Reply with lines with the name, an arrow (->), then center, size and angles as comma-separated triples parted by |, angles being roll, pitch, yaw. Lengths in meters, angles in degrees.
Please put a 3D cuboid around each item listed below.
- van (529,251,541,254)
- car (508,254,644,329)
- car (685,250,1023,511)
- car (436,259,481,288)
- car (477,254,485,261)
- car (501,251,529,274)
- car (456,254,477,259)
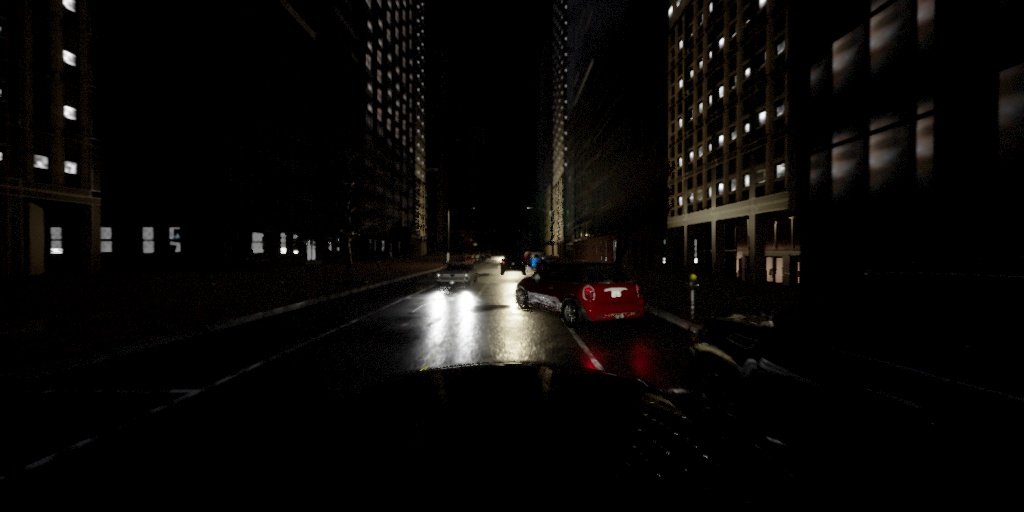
van -> 2.713, 0.508, 37.303 | 1.690, 1.789, 3.998 | 0, 0, 0
car -> 1.809, 0.950, 11.006 | 2.097, 1.767, 4.553 | 0, 1, -23
car -> 3.107, 0.975, 1.854 | 2.150, 2.045, 5.566 | 0, 1, 0
car -> -3.087, 1.039, 20.787 | 1.895, 1.301, 4.718 | 0, 1, 0
car -> -5.658, 0.437, 54.205 | 2.007, 1.370, 4.403 | 0, 0, 0
car -> 0.107, 0.617, 31.321 | 2.097, 1.767, 4.553 | 0, 1, 0
car -> -5.664, 0.515, 42.921 | 1.967, 1.591, 4.097 | 0, 0, 0
